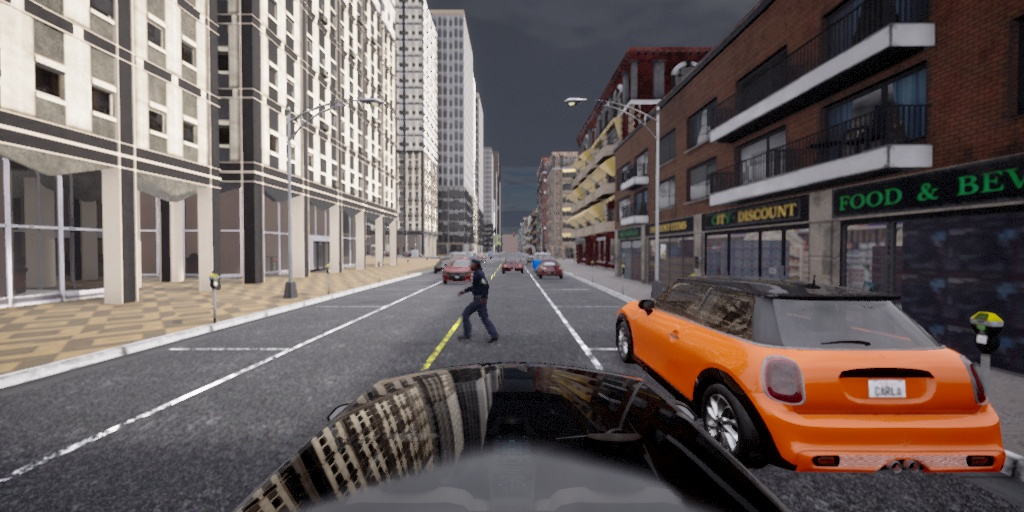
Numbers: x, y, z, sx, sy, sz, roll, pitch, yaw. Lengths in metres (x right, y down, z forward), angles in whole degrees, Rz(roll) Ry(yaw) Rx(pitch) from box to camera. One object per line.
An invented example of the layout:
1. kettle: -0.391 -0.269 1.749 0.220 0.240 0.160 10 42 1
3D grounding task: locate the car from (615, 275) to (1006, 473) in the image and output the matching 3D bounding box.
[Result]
1. car: 3.001 1.045 4.995 2.097 1.767 4.553 0 1 0

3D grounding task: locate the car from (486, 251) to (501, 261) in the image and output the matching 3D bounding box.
1. car: -2.974 -0.161 63.052 1.837 1.490 4.892 0 1 0

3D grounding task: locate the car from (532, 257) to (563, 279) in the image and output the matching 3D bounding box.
1. car: 2.701 0.919 26.066 1.802 1.307 4.207 0 0 0

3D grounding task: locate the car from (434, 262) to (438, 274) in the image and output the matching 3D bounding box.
1. car: -5.677 0.808 31.718 1.948 1.339 4.313 0 0 0

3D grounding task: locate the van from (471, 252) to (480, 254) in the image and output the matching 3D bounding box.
1. van: -5.669 0.301 48.661 1.690 1.789 3.998 0 0 0

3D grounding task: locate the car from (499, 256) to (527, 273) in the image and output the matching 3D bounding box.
1. car: 0.098 0.832 32.364 1.895 1.301 4.718 0 1 0

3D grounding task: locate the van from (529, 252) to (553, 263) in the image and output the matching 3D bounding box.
1. van: 2.703 0.583 31.714 1.690 1.789 3.998 0 0 0

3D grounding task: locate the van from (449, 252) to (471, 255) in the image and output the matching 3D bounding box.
1. van: -5.675 0.488 37.366 1.690 1.789 3.998 0 0 0

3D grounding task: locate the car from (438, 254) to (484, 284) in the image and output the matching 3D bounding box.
1. car: -3.092 0.872 22.656 1.882 1.535 5.008 0 1 0

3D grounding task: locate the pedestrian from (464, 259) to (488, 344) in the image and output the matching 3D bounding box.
1. pedestrian: -0.764 0.942 7.668 0.375 1.860 0.375 0 1 -2

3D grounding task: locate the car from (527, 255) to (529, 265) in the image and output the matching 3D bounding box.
1. car: 2.711 0.511 48.657 2.007 1.370 4.403 0 0 0
